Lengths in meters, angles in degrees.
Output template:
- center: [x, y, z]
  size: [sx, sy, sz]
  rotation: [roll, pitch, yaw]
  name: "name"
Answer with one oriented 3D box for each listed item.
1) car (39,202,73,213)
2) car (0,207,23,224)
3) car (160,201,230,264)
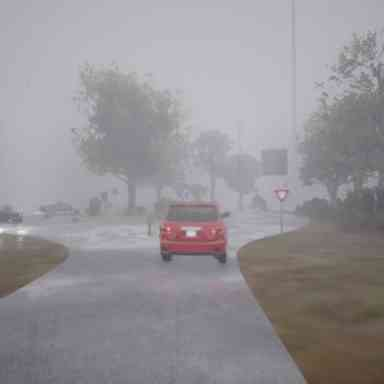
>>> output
- center: [-17.746, 1.967, 43.433]
  size: [1.994, 1.385, 4.181]
  rotation: [0, -1, 32]
  name: "car"
- center: [-15.120, 1.846, 26.333]
  size: [4.718, 1.301, 1.895]
  rotation: [-1, -1, 44]
  name: "car"
- center: [0.245, 1.342, 12.585]
  size: [2.150, 2.045, 5.566]
  rotation: [0, 0, 6]
  name: "car"
